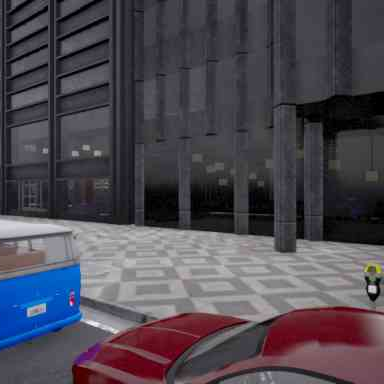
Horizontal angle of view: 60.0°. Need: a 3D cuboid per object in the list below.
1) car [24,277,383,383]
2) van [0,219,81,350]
[{"bbox_3d":[0.985,1.545,2.262,4.507,1.381,1.887,0,0,36],"label":"car"},{"bbox_3d":[-3.580,1.341,5.521,3.998,1.788,1.690,0,0,36],"label":"van"}]
